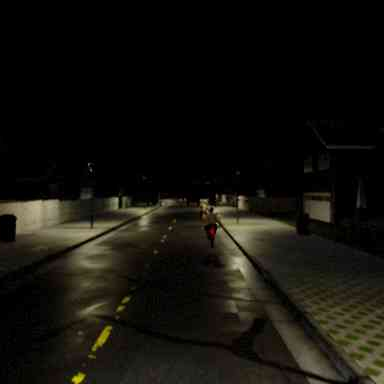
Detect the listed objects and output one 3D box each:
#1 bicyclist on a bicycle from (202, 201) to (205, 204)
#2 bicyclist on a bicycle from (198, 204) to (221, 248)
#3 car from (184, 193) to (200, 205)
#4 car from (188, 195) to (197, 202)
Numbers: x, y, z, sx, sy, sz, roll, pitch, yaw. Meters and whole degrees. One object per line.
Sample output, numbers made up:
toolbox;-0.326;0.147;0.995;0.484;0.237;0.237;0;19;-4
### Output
bicyclist on a bicycle;0.822;1.421;23.658;0.866;1.612;1.509;0;0;0
bicyclist on a bicycle;0.809;1.427;13.754;0.866;1.612;1.509;0;0;0
car;0.178;1.181;56.733;2.150;2.045;5.566;0;-1;0
car;0.098;1.453;73.717;1.837;1.490;4.892;0;0;0
